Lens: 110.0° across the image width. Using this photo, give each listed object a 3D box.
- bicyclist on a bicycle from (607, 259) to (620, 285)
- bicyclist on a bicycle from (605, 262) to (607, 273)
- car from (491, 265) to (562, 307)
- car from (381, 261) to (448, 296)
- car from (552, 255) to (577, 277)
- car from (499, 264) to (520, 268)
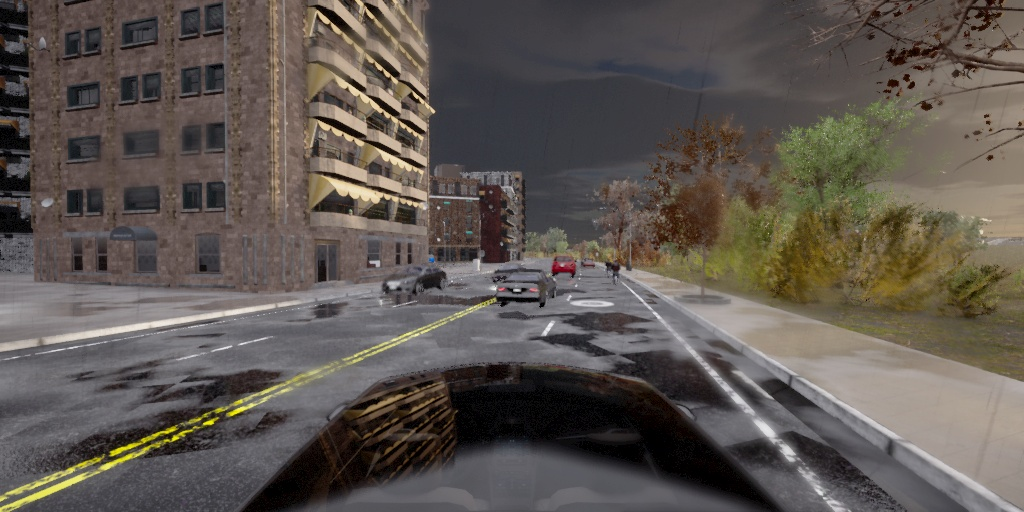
[{"bbox_3d":[6.665,1.114,23.101,0.659,1.776,1.843,0,0,13],"label":"bicyclist on a bicycle"},{"bbox_3d":[8.586,1.111,31.972,0.659,1.776,1.843,0,0,12],"label":"bicyclist on a bicycle"},{"bbox_3d":[0.770,1.294,15.480,2.033,1.411,5.357,0,0,13],"label":"car"},{"bbox_3d":[-5.149,1.240,19.565,2.128,1.511,4.902,0,0,13],"label":"car"},{"bbox_3d":[5.169,0.962,35.401,2.150,2.045,5.566,0,0,12],"label":"car"},{"bbox_3d":[-0.083,1.293,27.208,2.033,1.411,5.357,0,0,12],"label":"car"}]
